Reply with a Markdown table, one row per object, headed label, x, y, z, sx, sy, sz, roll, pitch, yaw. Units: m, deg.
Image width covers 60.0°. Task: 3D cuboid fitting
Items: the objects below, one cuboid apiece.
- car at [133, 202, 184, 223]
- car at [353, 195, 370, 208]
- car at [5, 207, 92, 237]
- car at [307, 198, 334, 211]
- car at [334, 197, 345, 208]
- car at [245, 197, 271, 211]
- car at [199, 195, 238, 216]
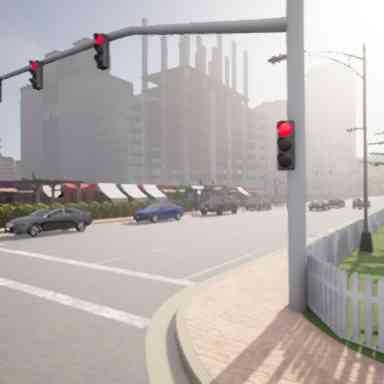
| label | x | y | z | sx | sy | sz | roll | pitch | yaw |
| --- | --- | --- | --- | --- | --- | --- | --- | --- | --- |
| car | -2.670 | 1.626 | 27.169 | 1.882 | 1.535 | 5.008 | -1 | 0 | 34 |
| car | 24.950 | 1.557 | 48.918 | 2.128 | 1.511 | 4.902 | -1 | 0 | 34 |
| car | -8.078 | 1.638 | 19.181 | 2.128 | 1.511 | 4.902 | -1 | 0 | 34 |
| car | 16.238 | 1.693 | 42.284 | 1.895 | 1.301 | 4.718 | -1 | 0 | 34 |
| car | 21.940 | 1.599 | 50.725 | 1.837 | 1.490 | 4.892 | -1 | 0 | 34 |
| car | 8.775 | 1.504 | 44.027 | 2.097 | 1.767 | 4.553 | -1 | 0 | 34 |
| car | 2.980 | 1.372 | 35.527 | 2.150 | 2.045 | 5.566 | -1 | 0 | 34 |
